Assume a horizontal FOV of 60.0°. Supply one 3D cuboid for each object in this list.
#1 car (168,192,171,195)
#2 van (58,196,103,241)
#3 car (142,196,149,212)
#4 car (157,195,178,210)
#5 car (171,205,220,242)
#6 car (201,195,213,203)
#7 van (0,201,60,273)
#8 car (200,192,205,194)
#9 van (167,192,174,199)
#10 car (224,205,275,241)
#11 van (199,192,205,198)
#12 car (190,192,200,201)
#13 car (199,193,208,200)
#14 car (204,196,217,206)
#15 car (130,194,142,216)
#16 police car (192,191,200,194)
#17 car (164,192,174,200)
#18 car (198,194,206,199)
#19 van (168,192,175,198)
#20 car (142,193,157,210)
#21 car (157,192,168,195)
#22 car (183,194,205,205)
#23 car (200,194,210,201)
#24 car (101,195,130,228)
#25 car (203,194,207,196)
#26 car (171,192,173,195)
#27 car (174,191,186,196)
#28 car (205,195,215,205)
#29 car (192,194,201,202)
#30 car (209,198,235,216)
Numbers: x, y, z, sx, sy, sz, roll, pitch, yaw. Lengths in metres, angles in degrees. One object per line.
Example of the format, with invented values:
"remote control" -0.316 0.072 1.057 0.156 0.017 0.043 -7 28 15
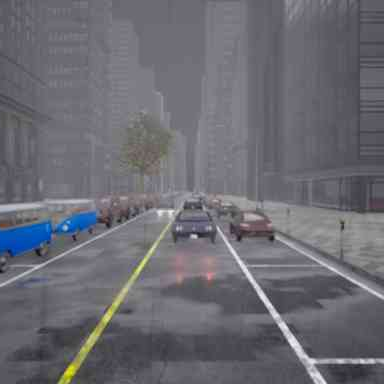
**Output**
"car" -5.766 1.193 66.716 1.752 1.417 4.829 0 0 0
"van" -5.764 1.259 15.790 1.690 1.788 3.998 0 0 0
"car" -5.765 1.397 32.823 1.947 1.339 4.313 0 0 0
"car" -3.096 1.362 39.435 1.994 1.385 4.181 0 0 0
"car" 0.092 1.518 15.833 1.895 1.301 4.718 0 0 0
"car" 2.759 1.259 61.218 1.947 1.339 4.313 0 0 0
"van" -5.764 1.288 10.112 1.690 1.788 3.998 0 0 0
"car" 2.759 1.160 55.540 1.967 1.590 4.097 0 0 0
"van" -5.767 0.906 89.595 1.690 1.788 3.998 0 0 0
"car" 2.761 1.500 15.798 1.802 1.307 4.206 0 0 0
"van" 2.757 0.882 95.283 1.690 1.788 3.998 0 0 0
"car" 0.727 0.990 72.556 2.097 1.767 4.553 0 0 0
"car" 2.758 1.056 78.249 1.967 1.590 4.097 0 0 0
"car" 2.759 1.329 49.863 1.802 1.307 4.206 0 0 0
"car" -5.765 1.175 27.144 2.192 1.841 5.009 0 0 0
"police car" 0.898 1.140 56.705 1.930 1.638 5.238 0 0 0
"car" -5.767 0.905 83.918 2.192 1.841 5.009 0 0 0
"car" 2.758 1.116 89.606 2.008 1.369 4.403 0 0 0
"van" -5.768 0.881 95.273 1.690 1.788 3.998 0 0 0
"car" -5.765 1.117 38.499 2.192 1.841 5.009 0 0 0
"car" -5.766 1.035 55.530 2.192 1.841 5.009 0 0 0
"car" 0.094 1.302 34.070 1.882 1.535 5.008 0 0 0
"car" 2.759 1.192 72.573 2.008 1.369 4.403 0 0 0
"car" -5.765 1.204 21.467 2.192 1.841 5.009 0 0 0
"car" 2.760 1.299 44.355 1.752 1.417 4.829 0 0 0
"car" -5.767 1.224 72.564 1.802 1.307 4.206 0 0 0
"car" -3.003 0.774 80.167 1.994 1.385 4.181 0 0 0
"car" 2.760 1.384 38.508 1.802 1.307 4.206 0 0 0
"car" 0.898 1.195 66.595 1.812 1.442 4.674 0 0 0
"car" 2.760 1.411 27.153 2.008 1.369 4.403 0 0 0
